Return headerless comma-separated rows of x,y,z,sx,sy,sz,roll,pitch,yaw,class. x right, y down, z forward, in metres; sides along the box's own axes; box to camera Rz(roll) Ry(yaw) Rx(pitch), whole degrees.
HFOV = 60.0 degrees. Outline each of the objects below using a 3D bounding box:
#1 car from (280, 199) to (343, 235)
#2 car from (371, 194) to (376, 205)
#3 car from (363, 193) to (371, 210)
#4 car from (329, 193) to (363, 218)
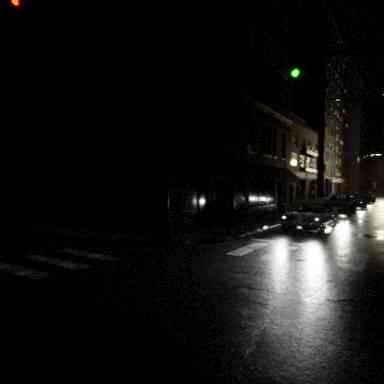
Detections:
6.000,1.236,16.674,1.895,1.301,4.718,2,2,33,car
21.393,0.763,40.942,1.994,1.385,4.181,2,2,33,car
15.776,0.883,32.112,1.812,1.442,4.674,2,2,32,car
10.962,0.986,24.499,2.128,1.511,4.902,2,2,32,car
